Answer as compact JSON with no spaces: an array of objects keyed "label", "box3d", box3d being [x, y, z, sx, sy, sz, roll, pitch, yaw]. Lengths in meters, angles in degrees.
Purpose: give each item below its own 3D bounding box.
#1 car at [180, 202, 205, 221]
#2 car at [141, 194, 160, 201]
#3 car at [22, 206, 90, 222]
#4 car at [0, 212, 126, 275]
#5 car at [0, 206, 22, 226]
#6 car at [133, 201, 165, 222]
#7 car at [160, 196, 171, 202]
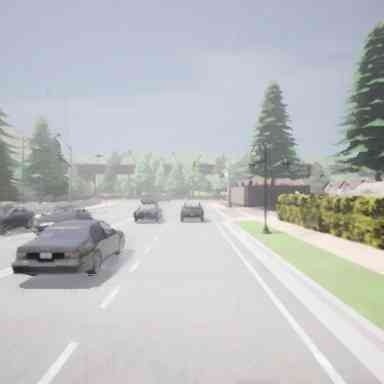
[{"label":"car","box3d":[0.047,1.556,27.635,2.128,1.511,4.902,0,0,1]},{"label":"car","box3d":[-7.053,1.349,54.924,2.150,2.045,5.566,0,0,0]},{"label":"car","box3d":[-7.039,1.536,18.565,2.128,1.511,4.902,0,0,1]},{"label":"car","box3d":[-3.478,1.572,10.462,2.033,1.411,5.357,0,0,0]},{"label":"car","box3d":[-10.539,1.536,18.565,2.128,1.511,4.902,0,0,1]},{"label":"car","box3d":[-3.460,1.664,27.011,1.895,1.301,4.718,0,0,1]},{"label":"car","box3d":[-6.738,1.649,79.072,2.033,1.411,5.357,0,0,-27]}]
